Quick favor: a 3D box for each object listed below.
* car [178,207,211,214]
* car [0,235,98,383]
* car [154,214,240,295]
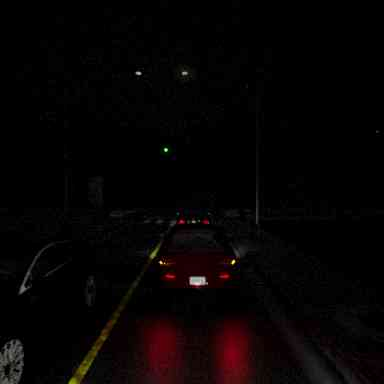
[{"bbox_3d":[0.117,1.560,19.357,2.033,1.411,5.357,0,0,1],"label":"car"},{"bbox_3d":[-2.844,1.488,5.018,2.128,1.511,4.902,0,0,0],"label":"car"},{"bbox_3d":[0.094,1.523,8.603,1.812,1.442,4.674,0,0,0],"label":"car"}]
